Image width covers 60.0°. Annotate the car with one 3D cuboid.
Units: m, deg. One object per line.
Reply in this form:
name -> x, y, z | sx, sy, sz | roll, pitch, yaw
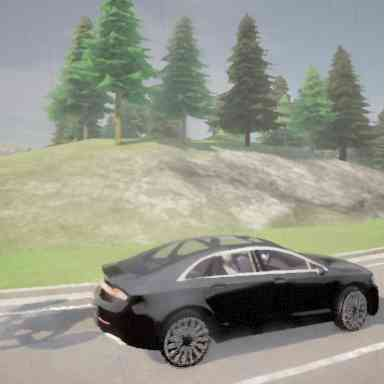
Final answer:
car -> 0.890, 1.494, 5.583 | 4.902, 1.511, 2.128 | 0, 0, -22
